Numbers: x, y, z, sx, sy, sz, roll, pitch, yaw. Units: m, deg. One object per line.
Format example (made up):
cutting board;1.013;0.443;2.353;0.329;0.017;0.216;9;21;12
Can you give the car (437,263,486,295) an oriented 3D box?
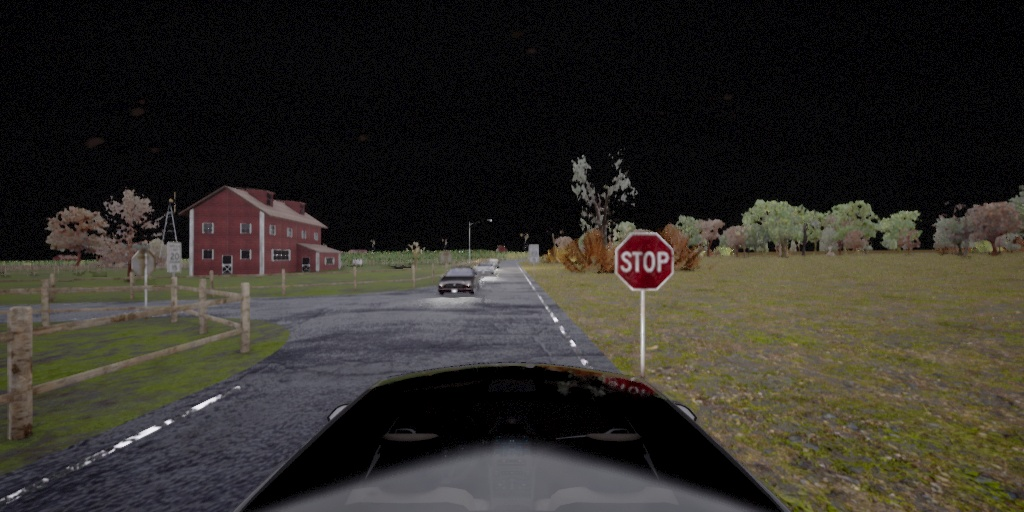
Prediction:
car;-2.805;1.315;20.065;2.033;1.411;5.357;-1;0;0

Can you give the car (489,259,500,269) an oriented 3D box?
car;-2.863;1.182;55.397;2.128;1.511;4.902;0;0;0

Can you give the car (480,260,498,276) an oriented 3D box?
car;-2.822;1.328;37.289;1.895;1.301;4.718;0;0;0
